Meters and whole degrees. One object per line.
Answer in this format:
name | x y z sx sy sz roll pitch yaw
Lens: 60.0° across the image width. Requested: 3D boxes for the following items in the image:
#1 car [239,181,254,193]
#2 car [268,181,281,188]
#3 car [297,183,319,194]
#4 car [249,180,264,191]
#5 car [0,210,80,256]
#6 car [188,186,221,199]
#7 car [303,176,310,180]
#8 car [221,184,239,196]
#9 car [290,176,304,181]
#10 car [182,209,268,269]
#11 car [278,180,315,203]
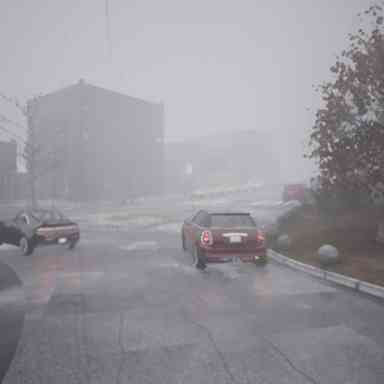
car | 8.031 -0.634 57.047 1.946 1.575 5.366 0 4 36
car | 17.877 -1.624 70.692 2.163 1.488 4.792 0 4 36
car | 17.555 -0.522 50.287 1.812 1.442 4.674 0 4 36
car | 11.419 -1.234 61.735 2.435 2.045 5.566 0 4 36
car | -6.316 1.473 13.231 4.902 1.511 2.128 0 0 42
car | 1.569 0.039 48.112 1.946 1.575 5.366 0 4 36
car | 27.555 -2.910 84.093 2.435 2.045 5.566 0 4 36
car | 4.804 -0.299 52.576 1.946 1.575 5.366 0 4 36
car | 24.357 -2.325 79.662 2.231 1.521 4.892 0 4 36
car | 0.898 1.337 11.387 2.097 1.767 4.553 0 0 -8
car | 11.588 0.093 36.132 2.150 2.045 5.566 0 4 34
